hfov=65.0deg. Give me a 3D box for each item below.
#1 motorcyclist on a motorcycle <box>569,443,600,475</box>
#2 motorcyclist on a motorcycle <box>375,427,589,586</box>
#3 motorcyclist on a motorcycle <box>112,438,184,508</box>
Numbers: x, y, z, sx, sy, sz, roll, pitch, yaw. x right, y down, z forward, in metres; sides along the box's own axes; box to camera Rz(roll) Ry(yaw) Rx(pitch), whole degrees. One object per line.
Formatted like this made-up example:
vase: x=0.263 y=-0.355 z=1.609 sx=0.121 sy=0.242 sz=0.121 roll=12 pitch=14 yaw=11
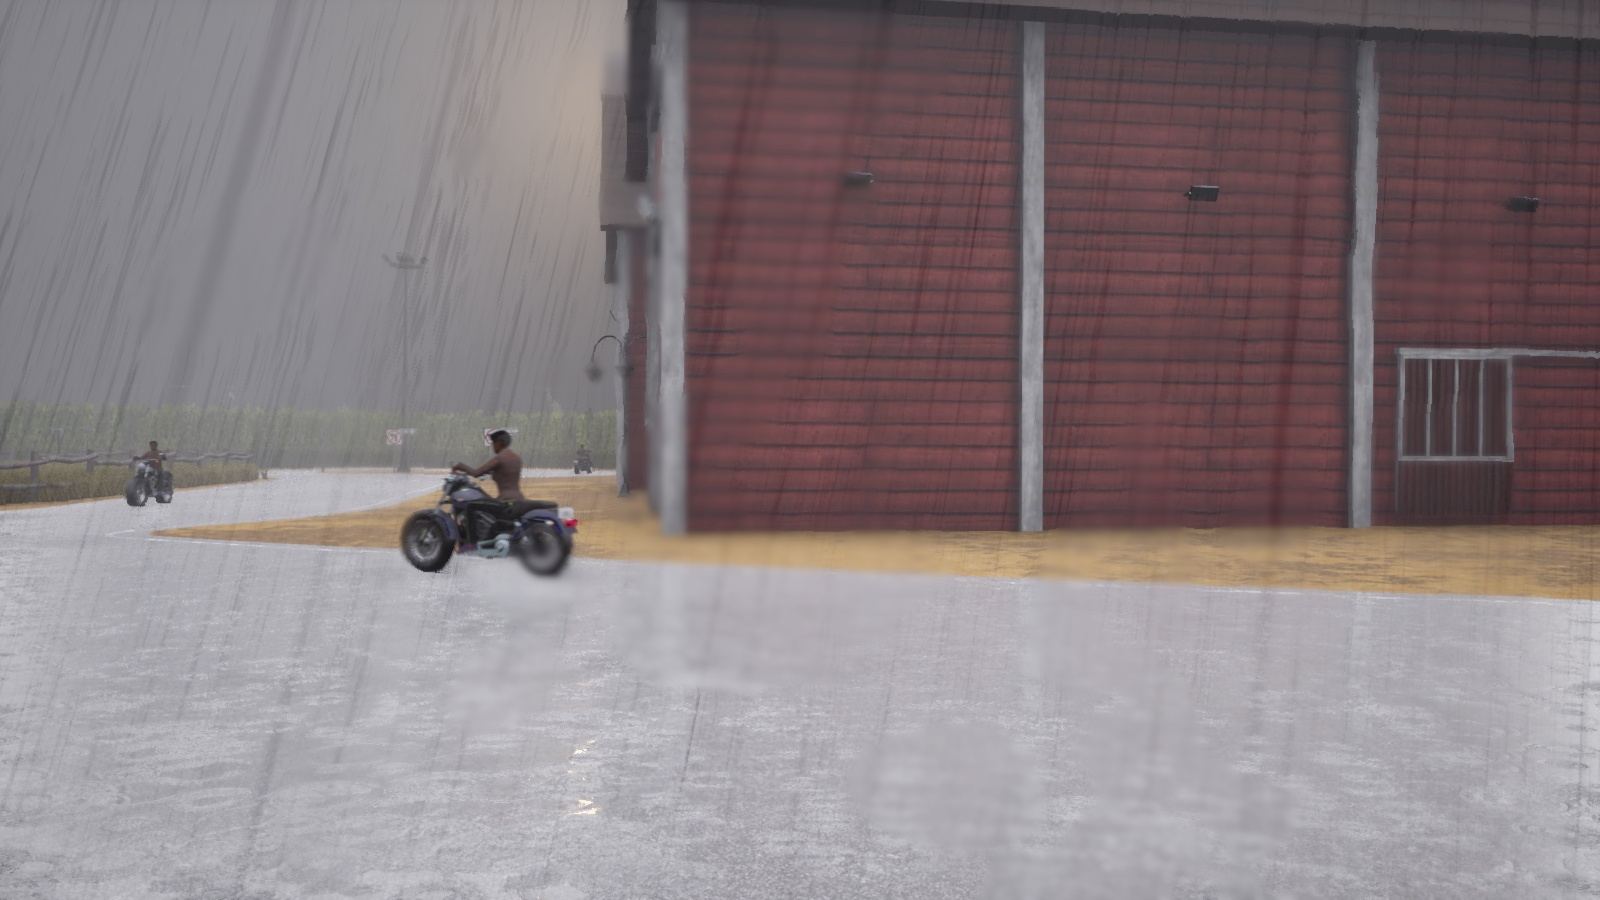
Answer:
motorcyclist on a motorcycle: x=-11.555 y=0.478 z=67.396 sx=0.766 sy=1.649 sz=2.350 roll=-1 pitch=0 yaw=12
motorcyclist on a motorcycle: x=-3.534 y=0.586 z=13.899 sx=2.350 sy=1.649 sz=0.766 roll=0 pitch=0 yaw=26
motorcyclist on a motorcycle: x=-15.908 y=0.542 z=30.713 sx=0.766 sy=1.649 sz=2.350 roll=0 pitch=0 yaw=-6
